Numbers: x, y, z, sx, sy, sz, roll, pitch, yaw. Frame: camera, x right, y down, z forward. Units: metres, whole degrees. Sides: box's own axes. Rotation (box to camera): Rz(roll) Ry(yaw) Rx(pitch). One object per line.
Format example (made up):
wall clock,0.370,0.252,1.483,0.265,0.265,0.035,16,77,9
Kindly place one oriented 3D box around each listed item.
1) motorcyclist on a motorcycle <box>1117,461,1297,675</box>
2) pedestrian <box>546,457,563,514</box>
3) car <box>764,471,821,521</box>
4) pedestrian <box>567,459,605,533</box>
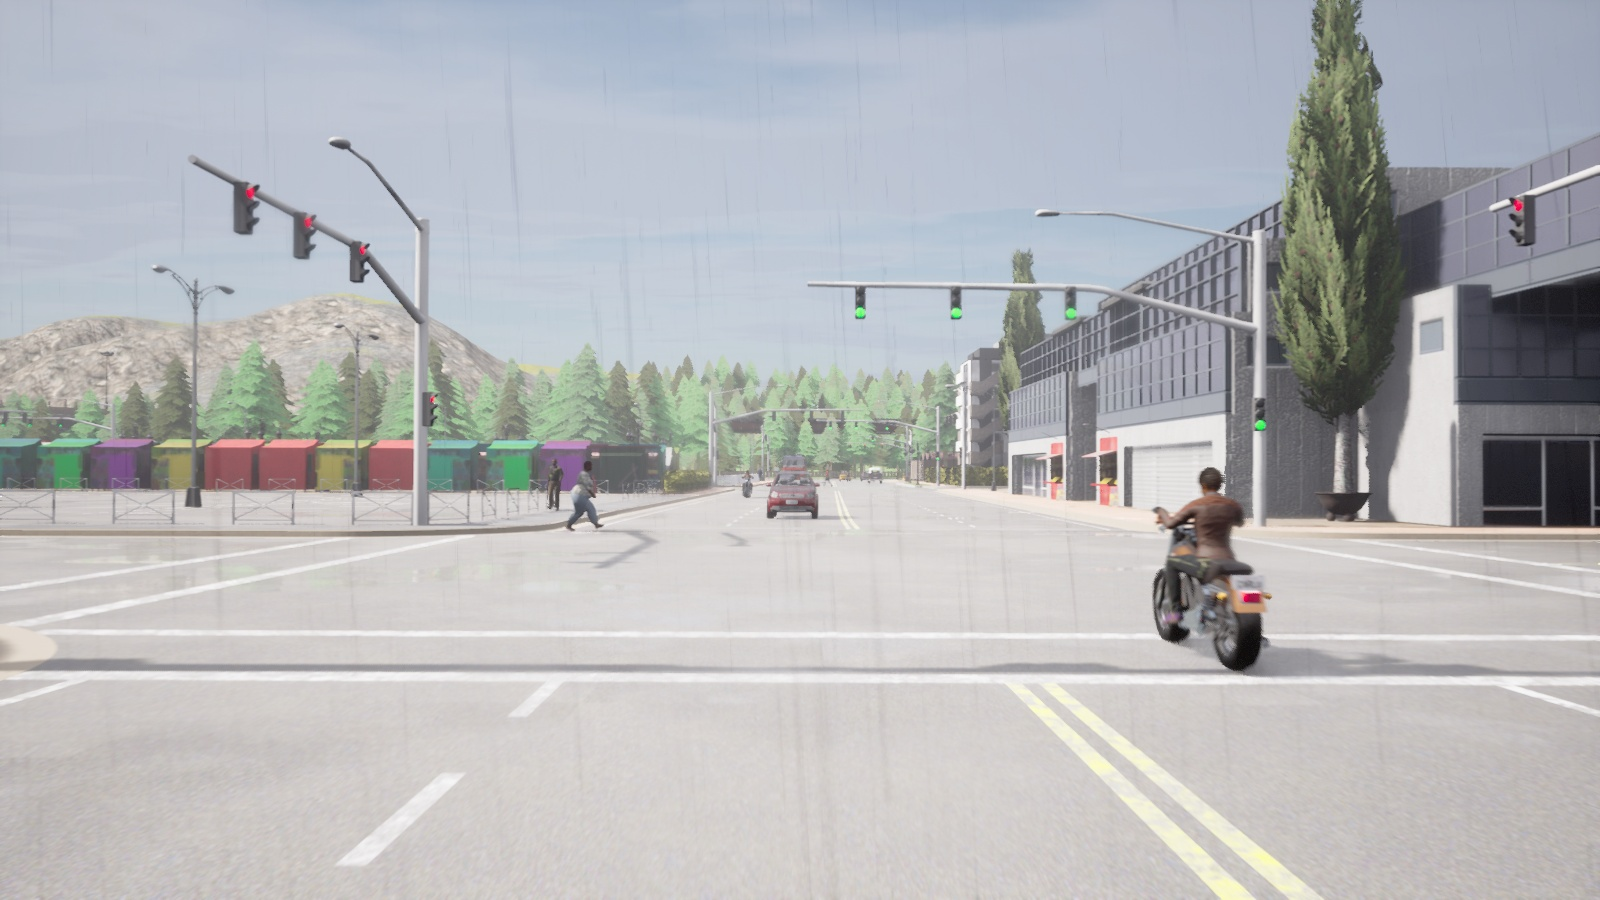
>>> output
motorcyclist on a motorcycle,3.439,0.933,10.876,0.766,1.649,2.350,0,-1,-1
pedestrian,-8.392,1.226,42.947,0.395,1.930,0.692,0,-1,3
car,-0.206,1.492,42.084,1.789,1.549,3.705,0,0,1
pedestrian,-5.420,1.163,31.863,0.900,1.855,0.874,0,-1,-6
